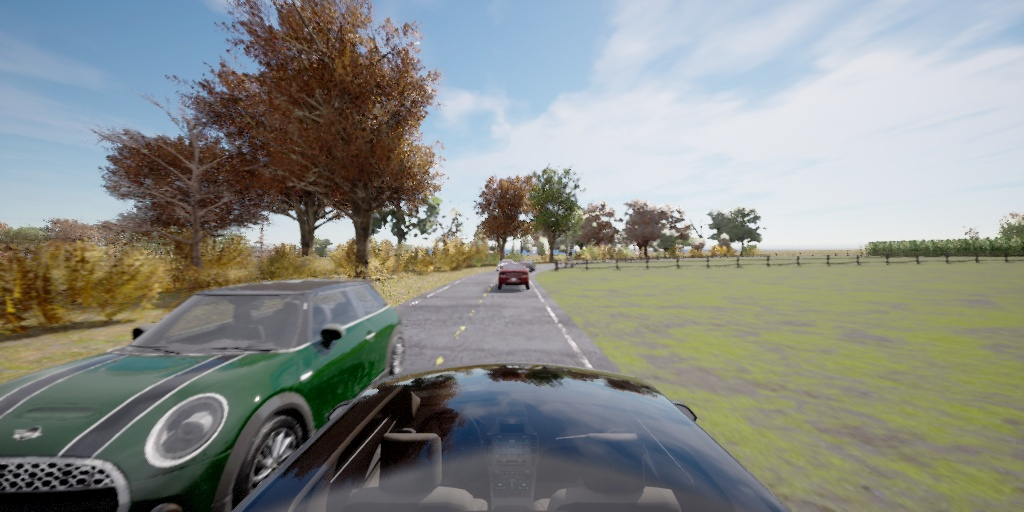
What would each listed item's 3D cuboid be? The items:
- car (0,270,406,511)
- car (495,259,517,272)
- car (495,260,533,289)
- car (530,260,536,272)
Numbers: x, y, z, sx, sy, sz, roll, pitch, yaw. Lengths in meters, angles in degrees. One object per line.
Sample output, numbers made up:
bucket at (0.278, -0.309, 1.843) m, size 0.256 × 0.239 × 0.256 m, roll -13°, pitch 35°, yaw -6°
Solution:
car at (-2.845, 1.104, 4.164) m, size 2.097 × 1.767 × 4.553 m, roll 0°, pitch 0°, yaw 0°
car at (-0.668, 1.187, 45.366) m, size 1.812 × 1.442 × 4.674 m, roll 0°, pitch 0°, yaw 12°
car at (0.104, 1.203, 23.098) m, size 1.882 × 1.535 × 5.008 m, roll 0°, pitch 0°, yaw 0°
car at (1.793, 1.169, 42.766) m, size 2.128 × 1.511 × 4.902 m, roll 0°, pitch 0°, yaw 10°
